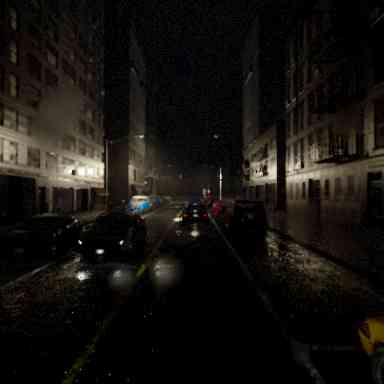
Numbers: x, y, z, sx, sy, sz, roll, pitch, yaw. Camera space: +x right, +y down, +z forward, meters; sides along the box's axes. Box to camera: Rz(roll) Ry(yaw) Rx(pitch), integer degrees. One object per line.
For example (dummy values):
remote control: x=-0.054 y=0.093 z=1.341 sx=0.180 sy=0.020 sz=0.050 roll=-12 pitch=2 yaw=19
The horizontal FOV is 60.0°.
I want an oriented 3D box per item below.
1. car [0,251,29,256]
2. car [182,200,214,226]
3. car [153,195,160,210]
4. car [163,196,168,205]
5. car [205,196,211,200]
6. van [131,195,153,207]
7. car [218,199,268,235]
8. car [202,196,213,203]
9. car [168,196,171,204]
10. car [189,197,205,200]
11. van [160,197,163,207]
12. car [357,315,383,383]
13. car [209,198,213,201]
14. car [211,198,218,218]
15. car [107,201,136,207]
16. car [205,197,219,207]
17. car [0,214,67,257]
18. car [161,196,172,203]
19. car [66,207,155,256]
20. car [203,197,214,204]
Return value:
car: x=-3.088 y=1.494 z=1.577 sx=2.128 sy=1.511 sz=4.902 roll=0 pitch=0 yaw=0
car: x=0.237 y=1.555 z=23.716 sx=2.033 sy=1.411 sz=5.357 roll=0 pitch=0 yaw=0
car: x=-5.505 y=1.449 z=41.156 sx=1.967 sy=1.590 sz=4.097 roll=1 pitch=0 yaw=0
car: x=-5.439 y=1.557 z=52.374 sx=2.008 sy=1.369 sz=4.403 roll=1 pitch=0 yaw=0
car: x=3.053 y=1.573 z=46.712 sx=1.947 sy=1.339 sz=4.313 roll=1 pitch=0 yaw=0
van: x=-5.538 y=1.350 z=35.546 sx=1.690 sy=1.788 sz=3.998 roll=1 pitch=0 yaw=0
car: x=2.886 y=1.321 z=18.666 sx=2.192 sy=1.841 sz=5.009 roll=1 pitch=0 yaw=0
car: x=3.189 y=1.544 z=69.149 sx=1.887 sy=1.381 sz=4.507 roll=1 pitch=0 yaw=0
car: x=-5.371 y=1.552 z=63.592 sx=2.008 sy=1.369 sz=4.403 roll=1 pitch=0 yaw=0
car: x=0.373 y=1.485 z=45.513 sx=1.882 sy=1.535 sz=5.008 roll=0 pitch=0 yaw=0
van: x=-5.470 y=1.348 z=46.764 sx=1.690 sy=1.788 sz=3.998 roll=1 pitch=0 yaw=0
car: x=2.782 y=1.526 z=2.008 sx=1.752 sy=1.417 sz=4.829 roll=1 pitch=0 yaw=0
car: x=2.984 y=1.591 z=35.494 sx=1.802 sy=1.307 sz=4.206 roll=1 pitch=0 yaw=0
car: x=2.951 y=1.553 z=29.884 sx=1.887 sy=1.381 sz=4.507 roll=1 pitch=0 yaw=0
car: x=-5.609 y=1.589 z=24.327 sx=1.802 sy=1.307 sz=4.206 roll=1 pitch=0 yaw=0
car: x=3.087 y=1.551 z=52.321 sx=1.887 sy=1.381 sz=4.507 roll=1 pitch=0 yaw=0
car: x=-5.677 y=1.570 z=13.109 sx=1.947 sy=1.339 sz=4.313 roll=1 pitch=0 yaw=0
car: x=-5.337 y=1.543 z=69.201 sx=1.887 sy=1.381 sz=4.507 roll=1 pitch=0 yaw=0
car: x=-2.969 y=1.552 z=13.473 sx=2.033 sy=1.411 sz=5.357 roll=0 pitch=0 yaw=1
car: x=3.154 y=1.583 z=63.540 sx=1.802 sy=1.307 sz=4.206 roll=1 pitch=0 yaw=0
